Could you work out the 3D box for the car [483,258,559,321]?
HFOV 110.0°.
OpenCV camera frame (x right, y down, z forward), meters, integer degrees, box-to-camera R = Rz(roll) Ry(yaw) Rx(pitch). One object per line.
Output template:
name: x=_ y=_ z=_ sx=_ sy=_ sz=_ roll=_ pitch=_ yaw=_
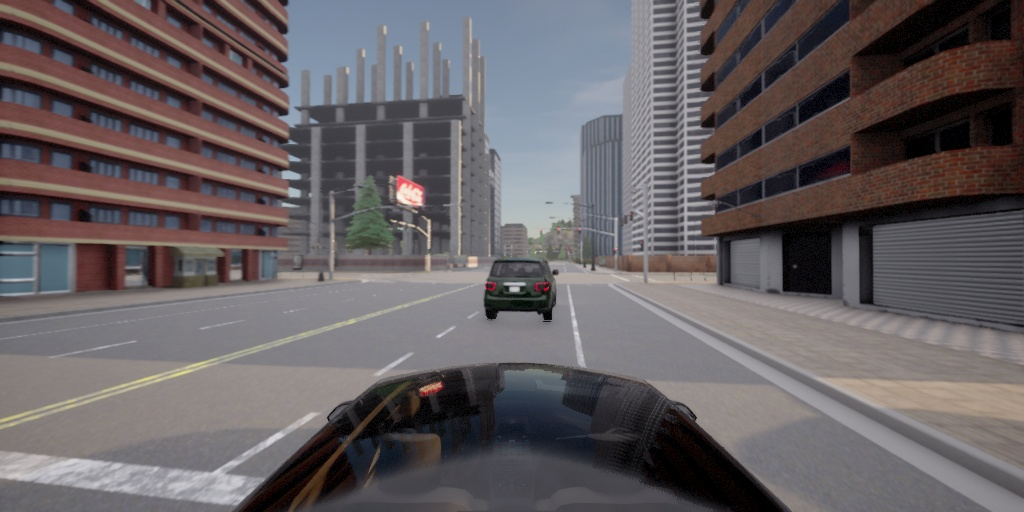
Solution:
car: x=0.467 y=1.077 z=13.142 sx=2.150 sy=2.045 sz=5.566 roll=0 pitch=0 yaw=8
